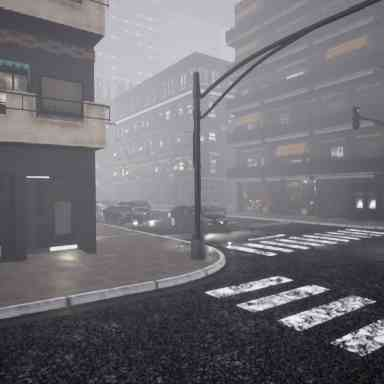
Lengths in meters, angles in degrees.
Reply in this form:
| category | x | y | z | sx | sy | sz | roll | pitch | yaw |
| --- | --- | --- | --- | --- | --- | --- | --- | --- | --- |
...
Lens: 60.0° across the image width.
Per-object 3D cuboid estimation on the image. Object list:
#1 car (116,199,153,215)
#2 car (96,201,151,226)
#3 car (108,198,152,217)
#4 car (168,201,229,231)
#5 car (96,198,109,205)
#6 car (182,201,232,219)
| category | x | y | z | sx | sy | sz | roll | pitch | yaw |
| --- | --- | --- | --- | --- | --- | --- | --- | --- | --- |
| car | -6.151 | 1.505 | 35.141 | 1.837 | 1.490 | 4.892 | -1 | 1 | -36 |
| car | -5.155 | 1.632 | 24.549 | 1.947 | 1.339 | 4.313 | -1 | 1 | -36 |
| car | -5.275 | 1.541 | 28.909 | 1.837 | 1.490 | 4.892 | -1 | 1 | -36 |
| car | 0.295 | 1.534 | 21.233 | 1.837 | 1.490 | 4.892 | -1 | 1 | -36 |
| car | -11.325 | 1.568 | 37.264 | 1.812 | 1.442 | 4.674 | -1 | 1 | -36 |
| car | 1.223 | 1.512 | 29.176 | 2.008 | 1.369 | 4.403 | -1 | 1 | -36 |
